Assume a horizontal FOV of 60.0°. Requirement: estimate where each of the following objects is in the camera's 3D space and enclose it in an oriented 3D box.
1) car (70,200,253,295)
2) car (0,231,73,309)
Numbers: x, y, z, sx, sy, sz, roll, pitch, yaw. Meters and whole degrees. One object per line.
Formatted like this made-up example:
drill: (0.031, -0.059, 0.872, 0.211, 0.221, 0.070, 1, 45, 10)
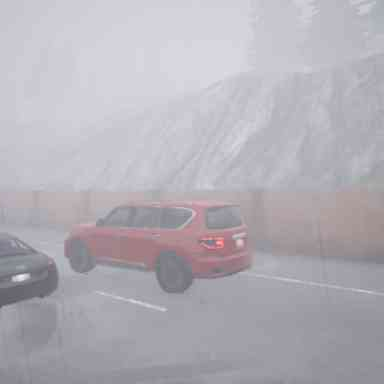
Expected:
car: (-1.099, 1.248, 9.063, 5.566, 2.045, 2.150, 0, 0, 35)
car: (-4.868, 1.600, 7.435, 4.181, 1.385, 1.994, 0, 0, 35)
